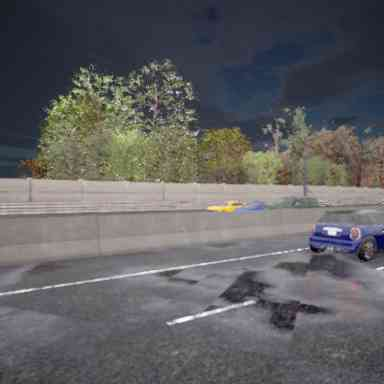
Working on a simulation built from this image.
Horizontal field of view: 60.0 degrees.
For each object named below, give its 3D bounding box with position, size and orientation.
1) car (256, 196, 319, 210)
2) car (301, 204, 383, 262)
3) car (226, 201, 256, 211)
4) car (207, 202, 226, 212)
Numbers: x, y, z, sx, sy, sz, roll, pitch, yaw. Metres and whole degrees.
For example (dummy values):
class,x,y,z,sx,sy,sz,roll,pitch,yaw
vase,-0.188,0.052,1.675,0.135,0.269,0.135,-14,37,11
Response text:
class,x,y,z,sx,sy,sz,roll,pitch,yaw
car,8.167,1.390,27.034,5.566,2.045,2.150,0,0,-36
car,6.581,1.448,12.755,4.553,1.767,2.097,1,0,-36
car,5.743,1.643,29.602,5.008,1.535,1.882,1,0,-36
car,3.687,1.643,32.435,5.008,1.535,1.882,1,0,-35
